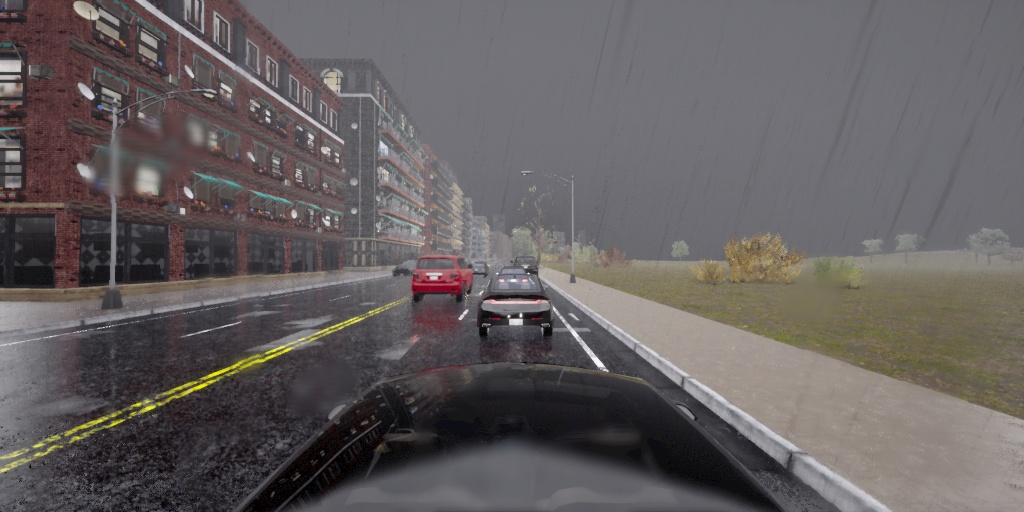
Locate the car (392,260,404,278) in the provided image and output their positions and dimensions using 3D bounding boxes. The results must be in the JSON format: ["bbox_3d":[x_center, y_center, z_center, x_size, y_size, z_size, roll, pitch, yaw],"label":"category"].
[{"bbox_3d":[-9.928,1.106,34.527,2.097,1.767,4.553,0,0,0],"label":"car"}]

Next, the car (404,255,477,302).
[{"bbox_3d":[-3.188,0.976,17.304,2.150,2.045,5.566,0,0,0],"label":"car"}]

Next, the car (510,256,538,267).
[{"bbox_3d":[1.069,0.979,30.970,2.150,2.045,5.566,0,0,0],"label":"car"}]

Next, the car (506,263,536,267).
[{"bbox_3d":[0.060,1.301,20.758,2.033,1.411,5.357,0,0,0],"label":"car"}]

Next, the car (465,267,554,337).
[{"bbox_3d":[0.081,1.243,10.318,2.128,1.511,4.902,0,0,0],"label":"car"}]

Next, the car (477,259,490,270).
[{"bbox_3d":[-3.230,1.302,35.068,2.033,1.411,5.357,0,0,0],"label":"car"}]
